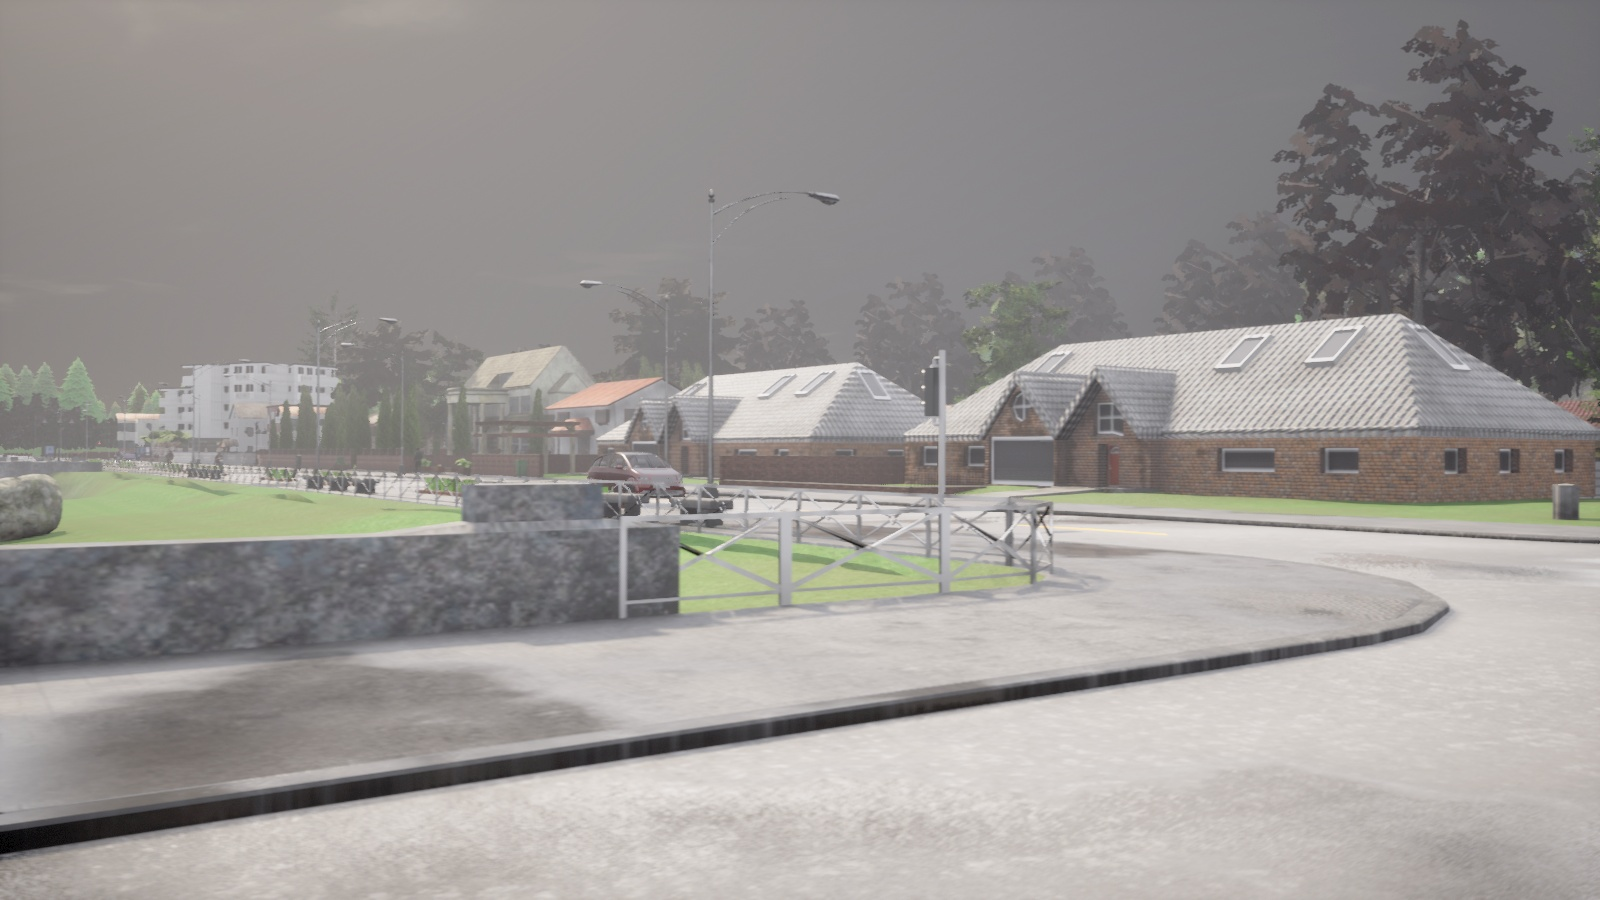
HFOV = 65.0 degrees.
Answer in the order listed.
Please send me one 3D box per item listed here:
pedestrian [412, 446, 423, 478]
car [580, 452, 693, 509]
[{"bbox_3d":[-23.796,0.735,78.061,0.423,1.949,0.788,0,0,-36],"label":"pedestrian"},{"bbox_3d":[-4.819,0.849,36.669,1.789,1.549,3.705,0,0,-35],"label":"car"}]
